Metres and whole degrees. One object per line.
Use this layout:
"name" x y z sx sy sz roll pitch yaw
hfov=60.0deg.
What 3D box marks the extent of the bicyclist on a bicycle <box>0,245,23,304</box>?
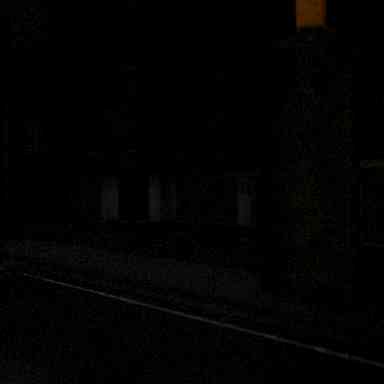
"bicyclist on a bicycle" -3.989 1.448 6.248 0.582 1.620 1.656 0 2 34
